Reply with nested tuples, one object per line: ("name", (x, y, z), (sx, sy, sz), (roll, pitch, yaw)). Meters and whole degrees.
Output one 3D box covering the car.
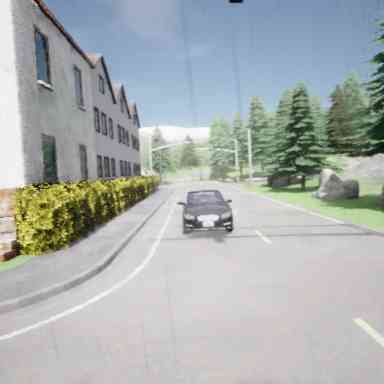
("car", (0.516, 0.667, 13.556), (2.128, 1.511, 4.902), (-3, 3, 0))
